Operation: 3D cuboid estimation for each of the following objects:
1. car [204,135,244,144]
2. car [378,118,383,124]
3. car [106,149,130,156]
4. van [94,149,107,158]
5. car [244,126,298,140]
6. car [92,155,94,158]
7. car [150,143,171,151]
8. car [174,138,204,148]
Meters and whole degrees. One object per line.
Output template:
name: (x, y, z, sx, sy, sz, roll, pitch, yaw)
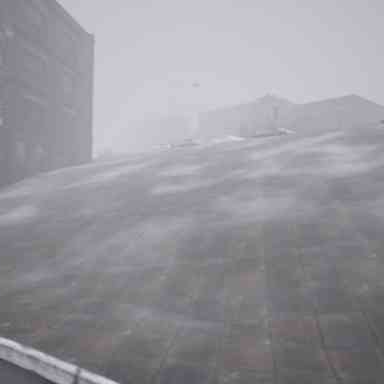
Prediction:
car: (3.781, -4.914, 33.284, 2.002, 1.452, 4.674, 0, 2, -40)
car: (14.293, -4.437, 20.660, 2.231, 1.521, 4.892, 0, 2, -40)
car: (-10.427, -5.624, 50.344, 2.231, 1.521, 4.892, 0, 1, -40)
van: (-13.875, -6.002, 54.487, 1.878, 1.987, 4.442, 0, 1, -40)
car: (7.298, -4.908, 29.061, 2.185, 1.767, 4.553, 0, 2, -40)
car: (-17.489, -5.890, 58.826, 2.002, 1.452, 4.674, 0, 1, -40)
car: (-3.377, -5.425, 41.880, 2.185, 1.767, 4.553, 0, 2, -40)
car: (0.154, -5.257, 37.640, 2.185, 1.767, 4.553, 0, 2, -40)
